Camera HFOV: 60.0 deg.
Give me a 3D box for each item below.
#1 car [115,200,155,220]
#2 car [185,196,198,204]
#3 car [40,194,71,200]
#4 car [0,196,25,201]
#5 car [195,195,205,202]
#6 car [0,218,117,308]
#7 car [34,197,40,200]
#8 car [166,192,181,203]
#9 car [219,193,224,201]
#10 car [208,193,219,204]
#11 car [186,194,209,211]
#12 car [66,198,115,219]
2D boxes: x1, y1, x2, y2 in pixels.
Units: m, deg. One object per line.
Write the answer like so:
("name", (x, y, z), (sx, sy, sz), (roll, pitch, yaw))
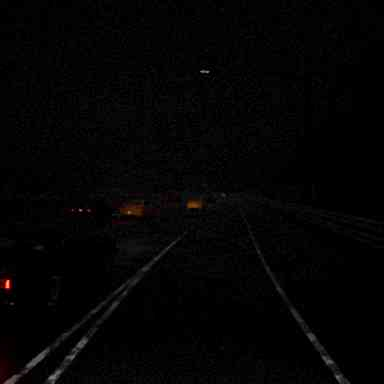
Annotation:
("car", (-4.432, 1.378, 27.584), (1.882, 1.535, 5.008), (1, 0, 7))
("car", (0.027, 1.498, 63.296), (1.895, 1.301, 4.718), (1, 0, 7))
("car", (-19.477, 1.066, 48.583), (2.097, 1.767, 4.553), (1, 0, 8))
("car", (-26.477, 1.210, 48.977), (1.994, 1.385, 4.181), (1, 0, 8))
("car", (1.997, 1.418, 79.059), (1.882, 1.535, 5.008), (1, 0, 7))
("car", (-3.376, 1.551, 7.827), (1.895, 1.301, 4.718), (1, 0, 7))
("car", (-22.564, 1.157, 51.907), (1.882, 1.535, 5.008), (1, 0, 7))
("car", (-3.439, 1.084, 63.754), (2.150, 2.045, 5.566), (1, 0, 7))
("car", (6.713, 1.613, 88.591), (1.895, 1.301, 4.718), (1, 0, 7))
("car", (3.498, 1.437, 62.843), (1.837, 1.490, 4.892), (1, 0, 7))
("car", (0.621, 1.402, 39.795), (1.882, 1.535, 5.008), (1, 0, 7))
("car", (-8.001, 1.414, 27.259), (2.033, 1.411, 5.357), (1, 0, 7))
